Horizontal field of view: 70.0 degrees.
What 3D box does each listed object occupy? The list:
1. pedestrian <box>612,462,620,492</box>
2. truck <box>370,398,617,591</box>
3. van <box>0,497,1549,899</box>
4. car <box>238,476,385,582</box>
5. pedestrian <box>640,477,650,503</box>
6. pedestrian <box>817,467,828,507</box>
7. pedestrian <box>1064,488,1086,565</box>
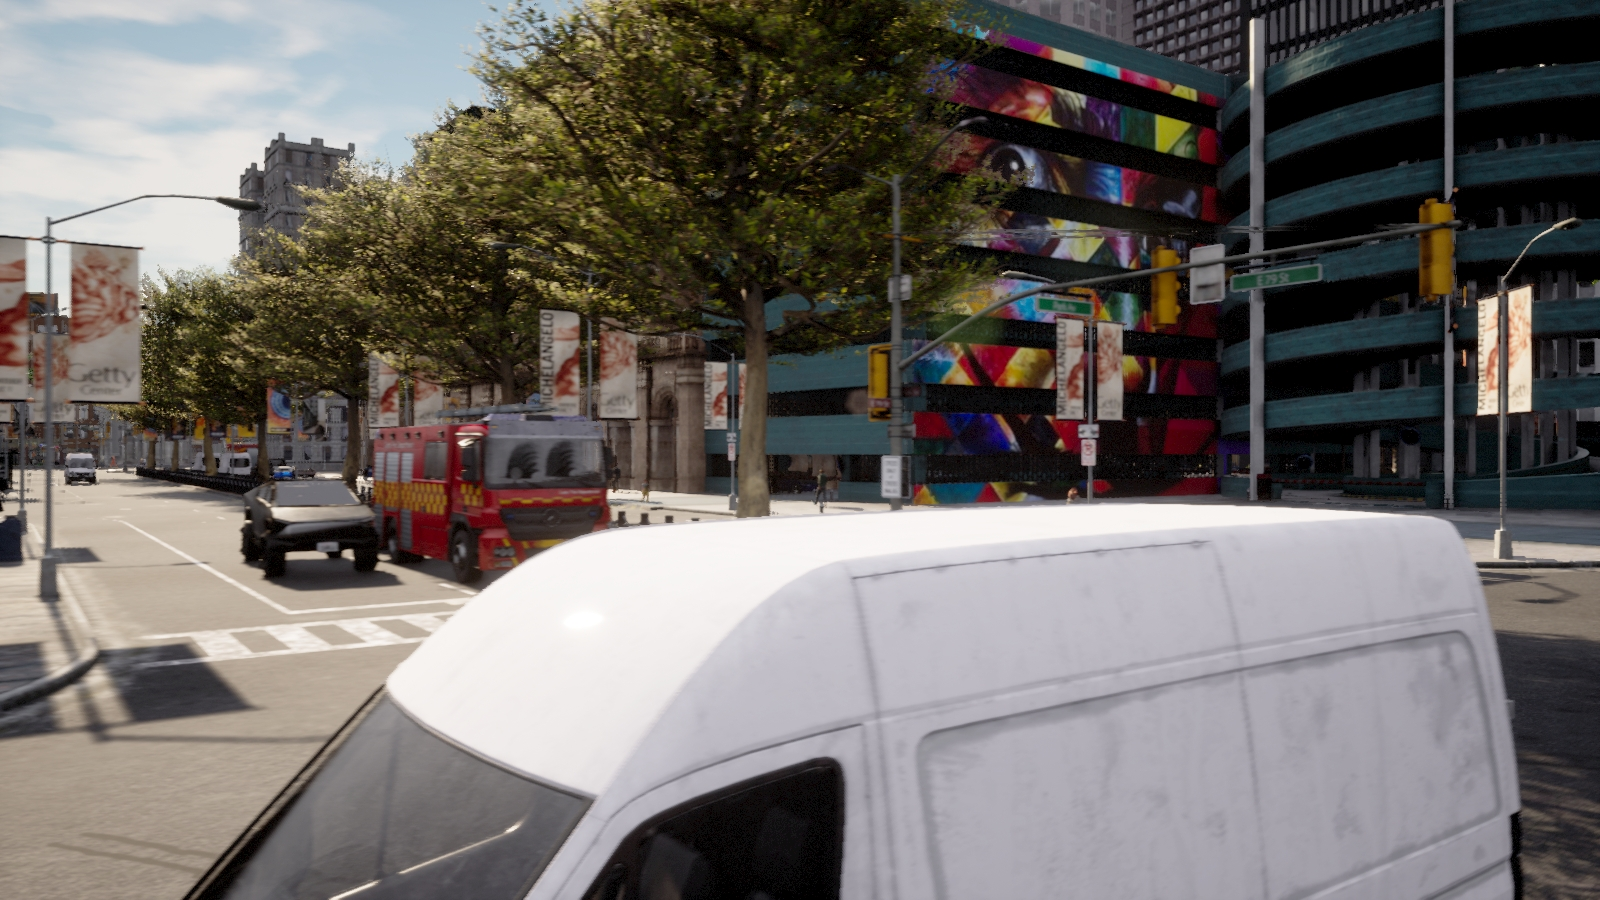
[{"bbox_3d":[-11.544,1.708,71.649,0.375,1.860,0.375,0,0,-35],"label":"pedestrian"},{"bbox_3d":[-7.522,0.895,26.972,2.891,3.827,8.468,0,0,-35],"label":"truck"},{"bbox_3d":[0.137,1.536,3.892,5.915,2.561,1.988,0,0,-35],"label":"van"},{"bbox_3d":[-11.908,1.756,27.543,2.390,2.098,6.274,0,0,-31],"label":"car"},{"bbox_3d":[-7.739,1.986,57.044,0.375,1.300,0.375,0,0,-37],"label":"pedestrian"},{"bbox_3d":[1.045,1.708,52.807,0.375,1.860,0.375,0,0,-33],"label":"pedestrian"},{"bbox_3d":[6.740,1.858,27.995,0.375,1.860,0.375,0,0,-41],"label":"pedestrian"}]
